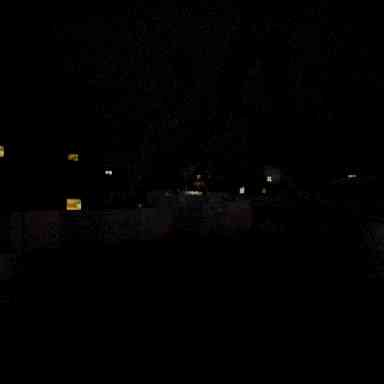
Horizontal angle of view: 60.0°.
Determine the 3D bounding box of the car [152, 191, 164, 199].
[{"bbox_3d":[-6.442,0.639,61.681,1.812,1.442,4.674,1,1,-21],"label":"car"}]
